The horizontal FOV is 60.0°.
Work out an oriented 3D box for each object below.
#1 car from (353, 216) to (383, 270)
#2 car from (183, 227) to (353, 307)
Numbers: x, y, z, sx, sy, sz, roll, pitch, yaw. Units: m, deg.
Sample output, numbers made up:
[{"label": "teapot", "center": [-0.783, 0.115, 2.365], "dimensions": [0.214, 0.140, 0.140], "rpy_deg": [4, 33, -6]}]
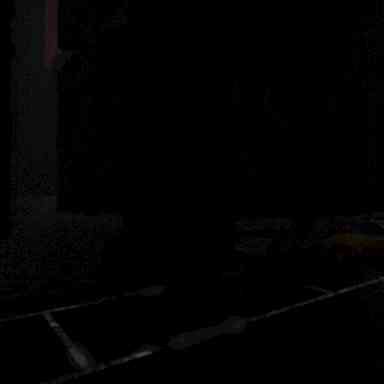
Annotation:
[{"label": "car", "center": [6.188, 1.520, 11.052], "dimensions": [4.829, 1.417, 1.752], "rpy_deg": [0, 0, -35]}, {"label": "car", "center": [1.764, 1.579, 7.899], "dimensions": [4.206, 1.307, 1.802], "rpy_deg": [0, 0, -35]}]
